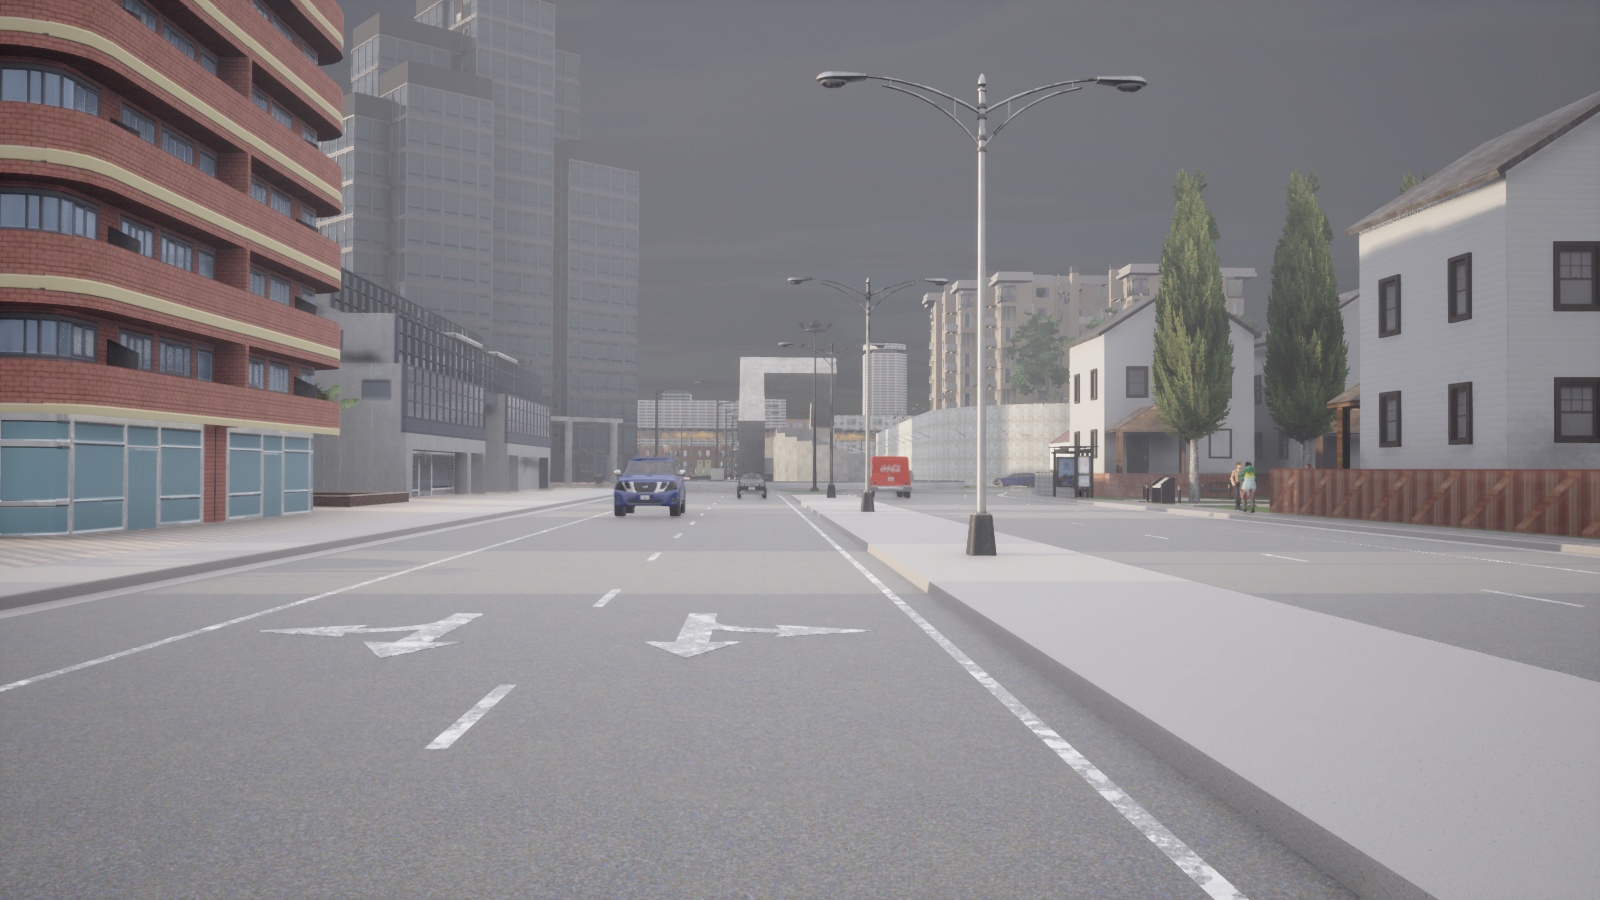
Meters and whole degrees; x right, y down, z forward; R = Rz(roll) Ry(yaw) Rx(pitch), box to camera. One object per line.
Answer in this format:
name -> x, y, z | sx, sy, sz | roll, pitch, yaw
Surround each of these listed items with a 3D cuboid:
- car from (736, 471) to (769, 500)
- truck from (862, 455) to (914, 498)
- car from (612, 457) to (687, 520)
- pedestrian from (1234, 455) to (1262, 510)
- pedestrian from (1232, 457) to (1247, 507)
car -> -2.701, 1.992, 70.917 | 1.789, 1.549, 3.705 | 0, -1, -3
truck -> 5.213, 1.566, 75.192 | 2.627, 2.467, 5.204 | 0, -1, -1
car -> -5.166, 1.287, 43.763 | 2.150, 2.045, 5.566 | 0, -1, -2
pedestrian -> 15.908, 1.153, 44.585 | 0.659, 1.952, 0.873 | 0, -1, -2
pedestrian -> 16.484, 1.193, 47.098 | 0.345, 1.836, 0.594 | 0, -1, -2
